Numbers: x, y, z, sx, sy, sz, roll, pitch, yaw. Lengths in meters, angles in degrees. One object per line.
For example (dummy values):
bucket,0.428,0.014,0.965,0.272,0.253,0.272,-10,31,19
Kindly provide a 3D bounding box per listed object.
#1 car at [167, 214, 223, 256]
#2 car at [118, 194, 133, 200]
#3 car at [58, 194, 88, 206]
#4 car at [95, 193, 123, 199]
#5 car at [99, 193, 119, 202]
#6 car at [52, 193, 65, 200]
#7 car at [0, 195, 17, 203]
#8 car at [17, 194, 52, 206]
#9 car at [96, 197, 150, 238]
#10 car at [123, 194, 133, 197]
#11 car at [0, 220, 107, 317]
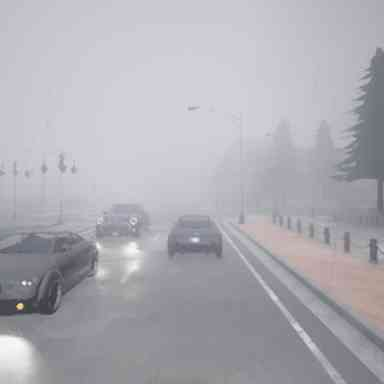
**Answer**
car,0.104,1.570,13.088,1.994,1.385,4.181,0,0,0
car,-17.959,1.287,90.102,3.806,1.475,1.970,0,0,0
car,-17.370,1.410,49.401,3.633,1.501,1.845,0,0,0
car,-17.228,1.142,67.985,4.605,1.855,1.932,0,0,0
car,-17.640,1.123,70.890,3.866,1.878,1.905,0,0,0
car,-35.020,1.149,86.827,4.605,1.855,1.932,0,0,0
car,-35.779,1.361,64.378,3.633,1.501,1.845,0,0,0
car,-24.790,1.421,52.383,3.806,1.475,1.970,0,0,0
car,-3.538,1.360,17.645,2.097,1.767,4.553,0,0,1
car,-17.637,1.205,83.685,5.027,1.636,2.152,0,0,0
car,-3.531,1.566,7.459,1.994,1.385,4.181,0,0,0
